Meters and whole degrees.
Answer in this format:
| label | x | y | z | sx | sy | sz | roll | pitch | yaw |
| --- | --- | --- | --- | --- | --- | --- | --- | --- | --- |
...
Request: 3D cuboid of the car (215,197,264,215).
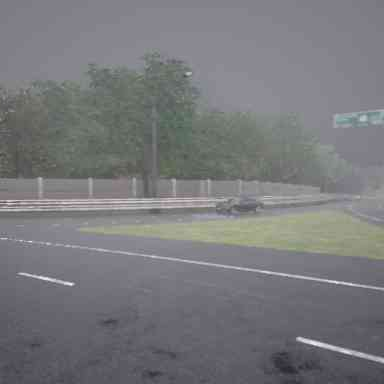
| label | x | y | z | sx | sy | sz | roll | pitch | yaw |
| --- | --- | --- | --- | --- | --- | --- | --- | --- | --- |
| car | 4.202 | 1.180 | 29.264 | 4.892 | 1.490 | 1.837 | 0 | 1 | -34 |
